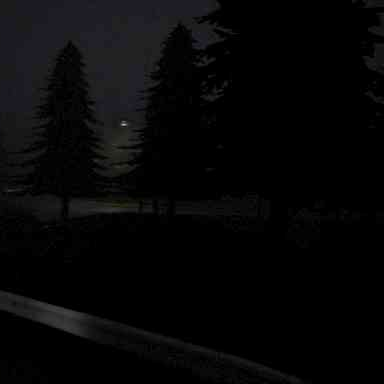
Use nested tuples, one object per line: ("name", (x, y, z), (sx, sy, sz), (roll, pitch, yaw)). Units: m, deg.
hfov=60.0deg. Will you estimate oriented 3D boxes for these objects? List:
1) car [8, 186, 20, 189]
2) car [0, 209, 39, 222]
("car", (-36.494, -1.408, 69.013), (1.994, 1.385, 4.181), (3, 3, -13))
("car", (-13.035, 1.882, 23.255), (2.033, 1.411, 5.357), (4, 0, 12))
